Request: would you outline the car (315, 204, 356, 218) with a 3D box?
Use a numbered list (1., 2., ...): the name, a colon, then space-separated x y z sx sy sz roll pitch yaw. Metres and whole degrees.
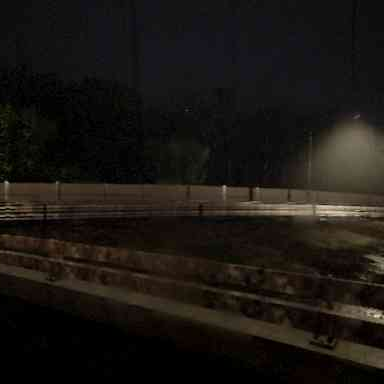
1. car: 15.353 2.005 35.748 4.892 1.490 1.837 3 -1 -20
